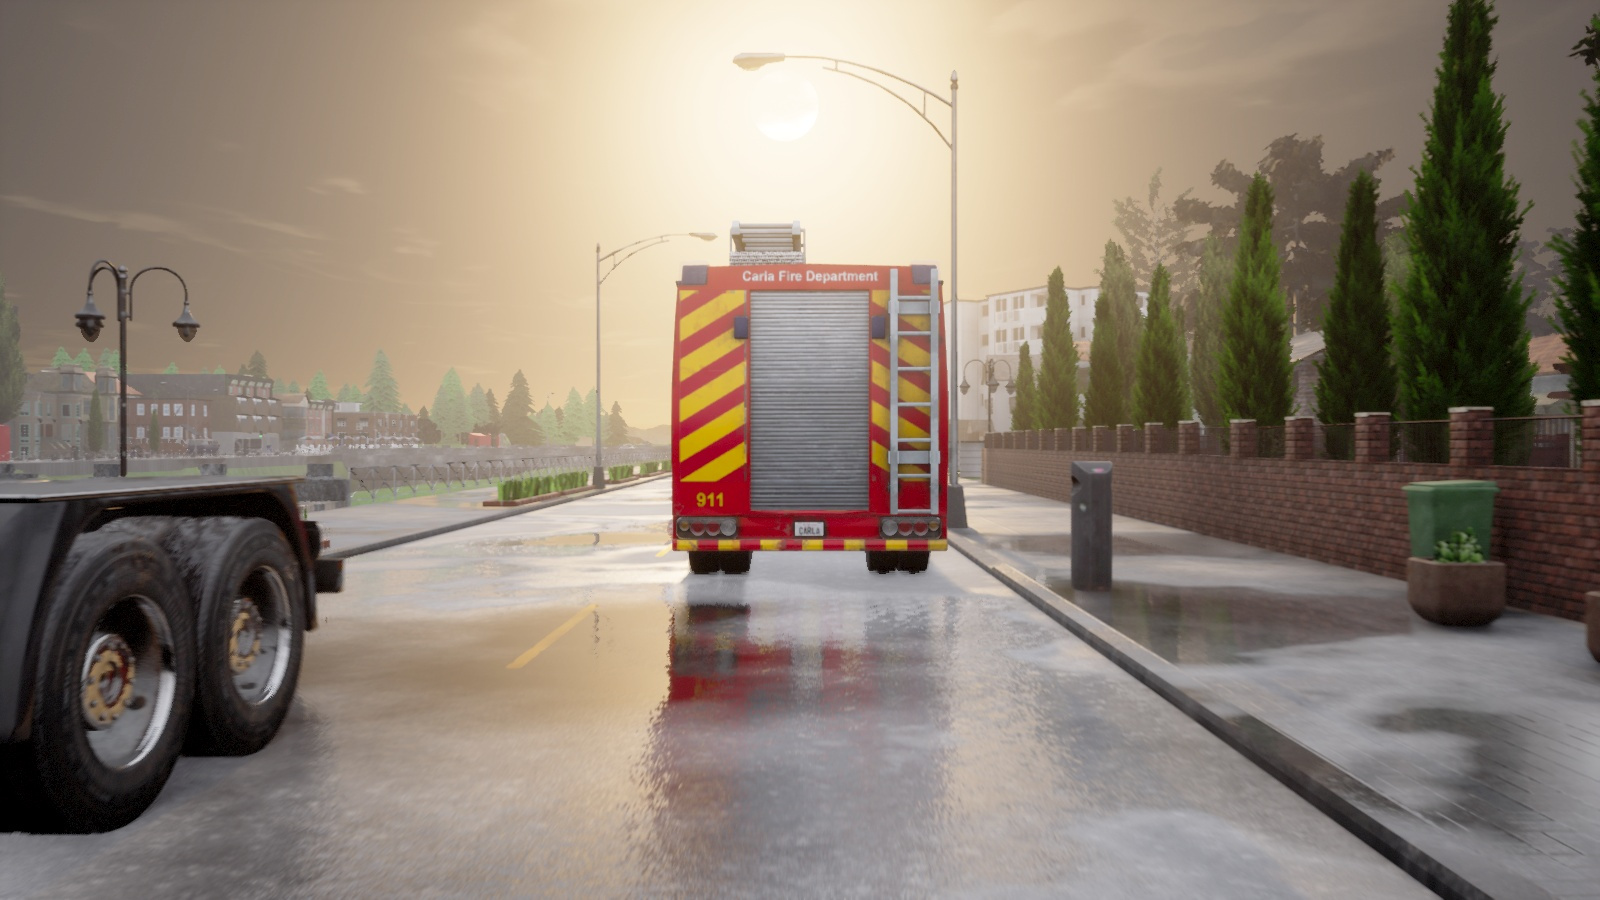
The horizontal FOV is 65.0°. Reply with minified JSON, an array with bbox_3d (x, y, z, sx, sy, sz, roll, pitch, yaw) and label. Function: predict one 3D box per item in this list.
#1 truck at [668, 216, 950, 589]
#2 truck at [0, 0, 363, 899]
[{"bbox_3d":[0.115,-0.515,17.133,2.891,3.827,8.468,0,0,0],"label":"truck"},{"bbox_3d":[-3.966,-0.257,3.217,2.891,3.462,7.936,0,0,0],"label":"truck"}]
